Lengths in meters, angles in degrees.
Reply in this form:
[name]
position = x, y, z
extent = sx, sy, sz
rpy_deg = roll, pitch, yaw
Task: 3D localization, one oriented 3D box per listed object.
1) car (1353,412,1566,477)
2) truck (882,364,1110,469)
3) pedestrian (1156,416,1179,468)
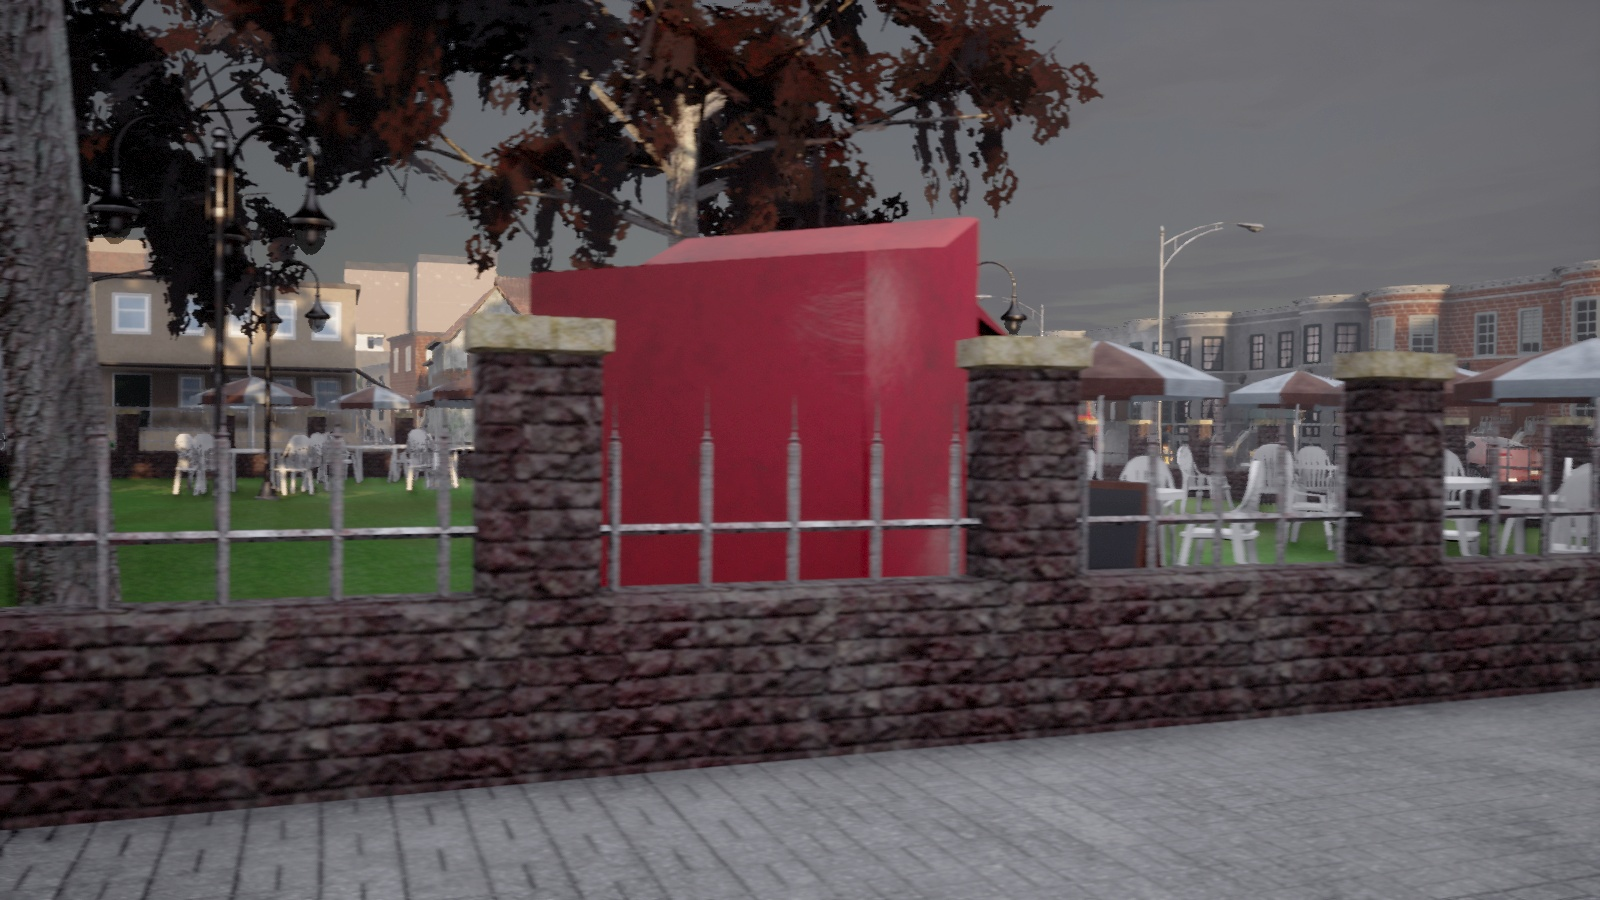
[car]
position = 18.007, -0.181, 34.603
extent = 2.152, 1.651, 5.027
rpy_deg = -1, 1, -20
[truck]
position = 7.574, -1.241, 48.746
extent = 8.468, 3.827, 2.891
rpy_deg = 0, 1, 11
[pedestrian]
position = 13.250, -0.289, 45.265
extent = 0.726, 1.835, 0.370
rpy_deg = -1, 1, -23
